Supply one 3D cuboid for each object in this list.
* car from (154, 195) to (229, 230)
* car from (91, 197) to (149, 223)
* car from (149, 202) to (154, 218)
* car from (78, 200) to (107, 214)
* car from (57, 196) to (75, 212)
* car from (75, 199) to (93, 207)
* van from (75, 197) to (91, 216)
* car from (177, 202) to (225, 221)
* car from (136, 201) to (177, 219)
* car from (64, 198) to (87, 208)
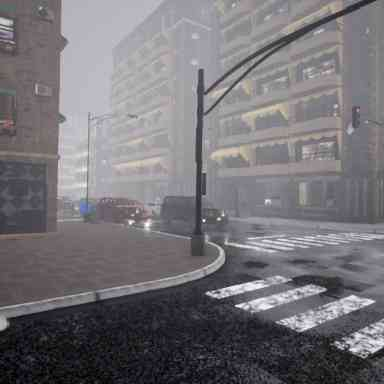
[{"bbox_3d":[-0.023,1.249,21.802,2.150,2.045,5.566,1,-1,-36],"label":"car"},{"bbox_3d":[-5.615,1.309,25.412,2.192,1.841,5.009,1,-1,-35],"label":"car"},{"bbox_3d":[-5.596,1.410,29.647,2.097,1.767,4.553,1,-1,-35],"label":"car"},{"bbox_3d":[-11.332,1.657,37.731,1.994,1.385,4.181,1,-1,-35],"label":"car"},{"bbox_3d":[-15.310,1.368,39.044,2.192,1.841,5.009,1,-1,-35],"label":"car"},{"bbox_3d":[-18.587,1.866,57.239,1.802,1.307,4.206,1,-1,-35],"label":"car"},{"bbox_3d":[-8.848,1.354,29.956,1.690,1.788,3.998,1,-1,-35],"label":"van"},{"bbox_3d":[0.703,1.685,30.116,1.752,1.417,4.829,1,-1,-35],"label":"car"},{"bbox_3d":[-3.489,1.646,31.744,1.812,1.442,4.674,1,-1,-35],"label":"car"},{"bbox_3d":[-18.549,1.766,52.942,2.033,1.411,5.357,1,-1,-35],"label":"car"}]
